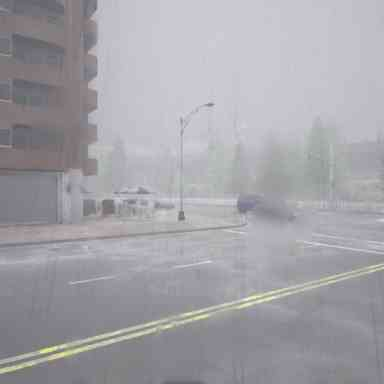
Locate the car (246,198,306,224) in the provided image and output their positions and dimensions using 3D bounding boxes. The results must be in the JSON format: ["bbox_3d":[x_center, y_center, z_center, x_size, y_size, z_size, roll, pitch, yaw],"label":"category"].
[{"bbox_3d":[6.381,1.450,24.730,2.128,1.511,4.902,0,1,-20],"label":"car"}]

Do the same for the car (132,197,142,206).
[{"bbox_3d":[-7.451,1.492,50.549,5.357,1.411,2.033,0,0,40],"label":"car"}]

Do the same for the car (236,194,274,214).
[{"bbox_3d":[6.677,1.167,32.124,2.150,2.045,5.566,0,0,-35],"label":"car"}]

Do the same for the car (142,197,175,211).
[{"bbox_3d":[-3.940,1.470,40.954,1.812,1.442,4.674,0,0,-37],"label":"car"}]
